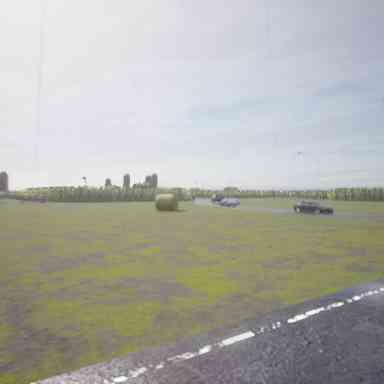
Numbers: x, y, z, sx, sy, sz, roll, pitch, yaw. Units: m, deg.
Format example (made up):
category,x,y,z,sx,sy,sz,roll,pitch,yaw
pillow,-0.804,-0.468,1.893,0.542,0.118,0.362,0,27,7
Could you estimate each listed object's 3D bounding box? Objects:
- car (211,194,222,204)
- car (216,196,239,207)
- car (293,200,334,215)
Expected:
category,x,y,z,sx,sy,sz,roll,pitch,yaw
car,5.486,1.502,72.913,2.150,2.045,5.566,0,0,-6
car,6.168,1.784,55.663,1.812,1.442,4.674,0,0,-16
car,13.511,1.708,37.230,1.837,1.490,4.892,0,0,-27
